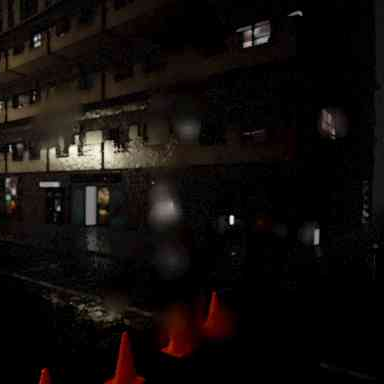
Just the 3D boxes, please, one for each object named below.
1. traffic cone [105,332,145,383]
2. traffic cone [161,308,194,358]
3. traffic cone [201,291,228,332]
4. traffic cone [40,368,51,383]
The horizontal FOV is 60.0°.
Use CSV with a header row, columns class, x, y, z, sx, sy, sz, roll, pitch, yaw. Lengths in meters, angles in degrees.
class,x,y,z,sx,sy,sz,roll,pitch,yaw
traffic cone,-0.792,1.958,3.935,0.340,0.580,0.340,0,0,36
traffic cone,-0.207,1.959,4.746,0.340,0.580,0.340,0,0,36
traffic cone,0.378,1.959,5.556,0.340,0.580,0.340,0,0,36
traffic cone,-1.378,1.958,3.124,0.340,0.580,0.340,0,0,36
